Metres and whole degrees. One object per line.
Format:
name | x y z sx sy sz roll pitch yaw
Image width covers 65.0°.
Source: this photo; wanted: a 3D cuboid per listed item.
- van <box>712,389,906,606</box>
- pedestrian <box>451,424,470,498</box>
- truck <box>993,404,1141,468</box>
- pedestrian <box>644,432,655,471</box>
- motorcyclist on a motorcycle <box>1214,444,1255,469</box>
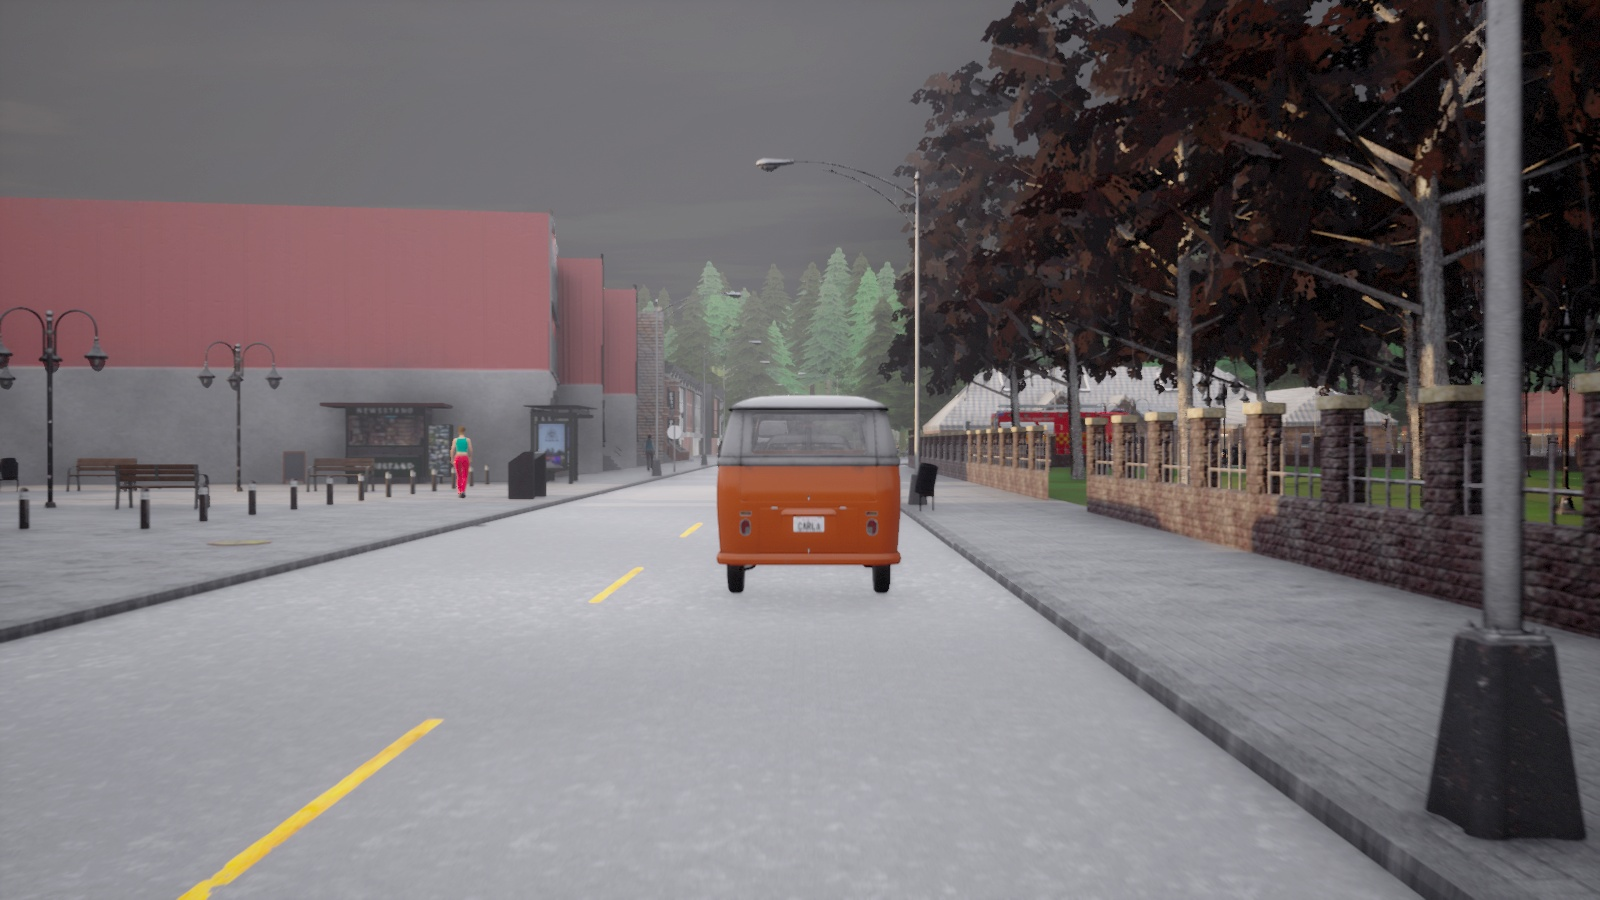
van | 0.094 0.422 13.749 1.775 1.987 4.442 0 0 0
pedestrian | -8.571 0.270 31.735 0.345 1.836 0.594 0 0 -3
truck | 16.266 -0.838 76.898 8.468 3.827 2.891 0 0 -1
pedestrian | -7.484 0.093 62.581 0.396 1.930 0.692 0 0 5
motorcyclist on a motorcycle | 26.588 0.370 76.871 2.191 1.530 0.866 0 0 -1
